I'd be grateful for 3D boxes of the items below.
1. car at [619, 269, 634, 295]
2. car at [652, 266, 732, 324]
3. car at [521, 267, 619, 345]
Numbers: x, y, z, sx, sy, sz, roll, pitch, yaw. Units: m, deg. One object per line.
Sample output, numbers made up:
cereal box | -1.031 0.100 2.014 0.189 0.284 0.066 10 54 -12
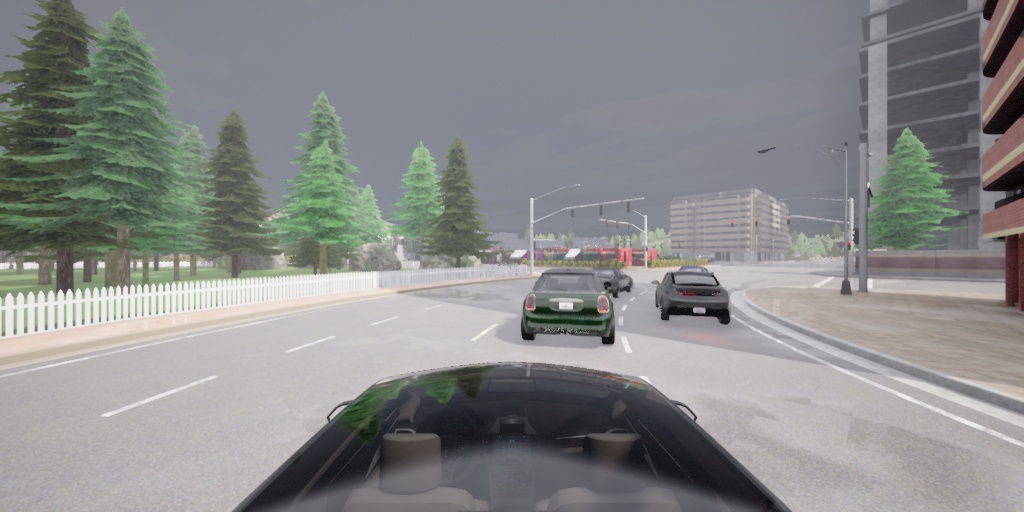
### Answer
car | 4.911 1.296 18.584 2.033 1.411 5.357 0 0 29
car | 5.928 1.254 12.118 1.837 1.490 4.892 0 0 19
car | 1.636 1.101 9.841 2.097 1.767 4.553 0 0 13
